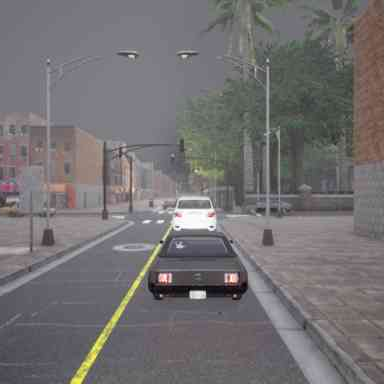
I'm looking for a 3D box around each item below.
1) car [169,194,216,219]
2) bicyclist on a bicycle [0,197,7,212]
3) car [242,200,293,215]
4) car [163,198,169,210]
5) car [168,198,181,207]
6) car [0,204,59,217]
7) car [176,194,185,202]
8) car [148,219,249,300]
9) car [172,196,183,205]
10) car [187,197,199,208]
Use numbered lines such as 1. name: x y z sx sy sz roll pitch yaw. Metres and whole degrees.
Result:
1. car: 0.128 1.230 18.096 2.150 2.045 5.566 0 0 0
2. bicyclist on a bicycle: -20.098 1.373 35.313 0.582 1.620 1.656 0 0 0
3. car: 7.369 1.490 32.689 4.902 1.511 2.128 0 0 5
4. car: -2.791 1.564 44.547 1.812 1.442 4.674 0 0 0
5. car: -2.773 1.650 53.723 1.895 1.301 4.718 0 0 0
6. car: -14.403 1.572 29.666 4.829 1.417 1.752 0 0 0
7. car: -2.652 1.337 77.304 2.097 1.767 4.553 0 0 0
8. car: 0.111 1.603 8.332 1.895 1.301 4.718 0 0 0
9. car: -2.724 1.539 63.836 1.882 1.535 5.008 0 0 1
10. car: 0.144 1.551 51.527 1.837 1.490 4.892 0 0 0
